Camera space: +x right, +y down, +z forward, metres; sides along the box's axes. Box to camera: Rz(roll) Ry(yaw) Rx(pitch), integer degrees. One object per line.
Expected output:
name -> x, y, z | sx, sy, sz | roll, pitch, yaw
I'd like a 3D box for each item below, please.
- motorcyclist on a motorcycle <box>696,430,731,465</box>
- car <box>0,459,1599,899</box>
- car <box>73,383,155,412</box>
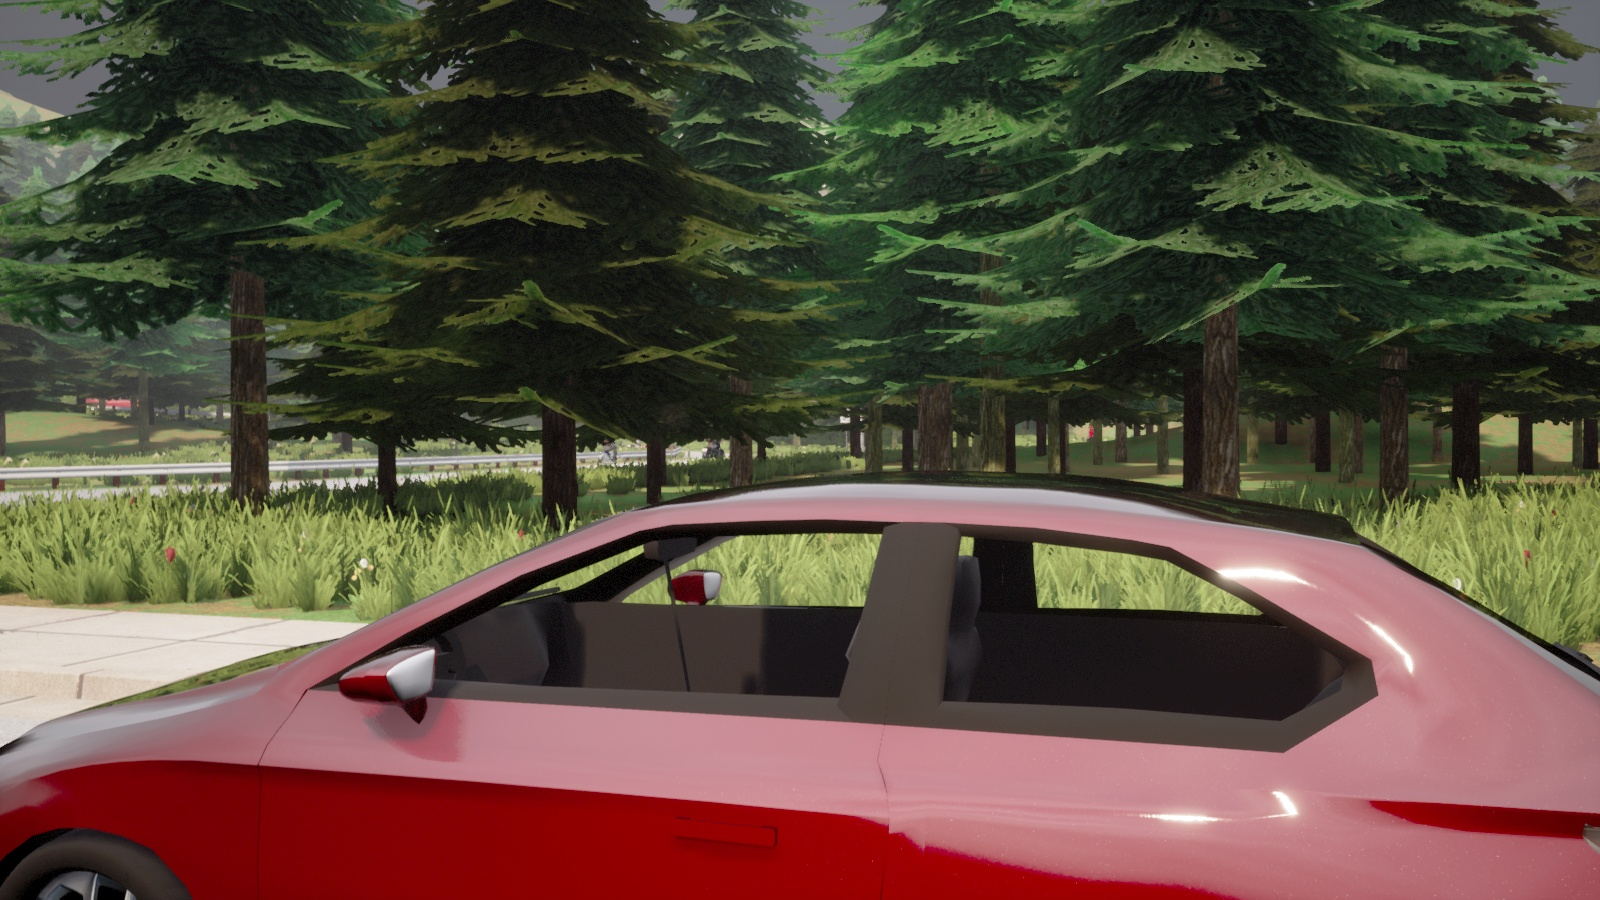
motorcyclist on a motorcycle -> -4.159, -0.145, 60.613 | 0.766, 1.649, 2.350 | 0, 1, 20
car -> -0.114, 0.795, 3.231 | 4.193, 1.474, 1.816 | 0, 1, 19
car -> -47.503, -3.616, 87.043 | 4.514, 1.525, 2.007 | 5, 0, -14
